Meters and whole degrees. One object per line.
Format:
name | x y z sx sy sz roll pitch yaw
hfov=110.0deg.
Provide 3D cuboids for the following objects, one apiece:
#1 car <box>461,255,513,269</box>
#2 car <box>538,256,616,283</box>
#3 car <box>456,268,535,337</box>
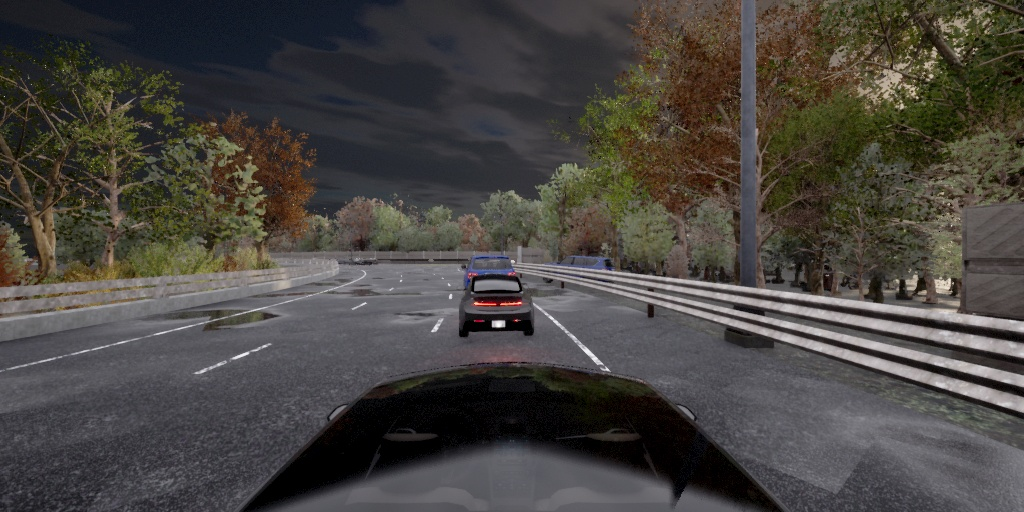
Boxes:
car | -1.170 0.971 17.008 2.150 2.045 5.566 0 0 -9
car | 4.601 0.996 25.584 5.566 2.045 2.150 5 1 36
car | -0.521 1.255 10.334 1.837 1.490 4.892 0 0 -5
